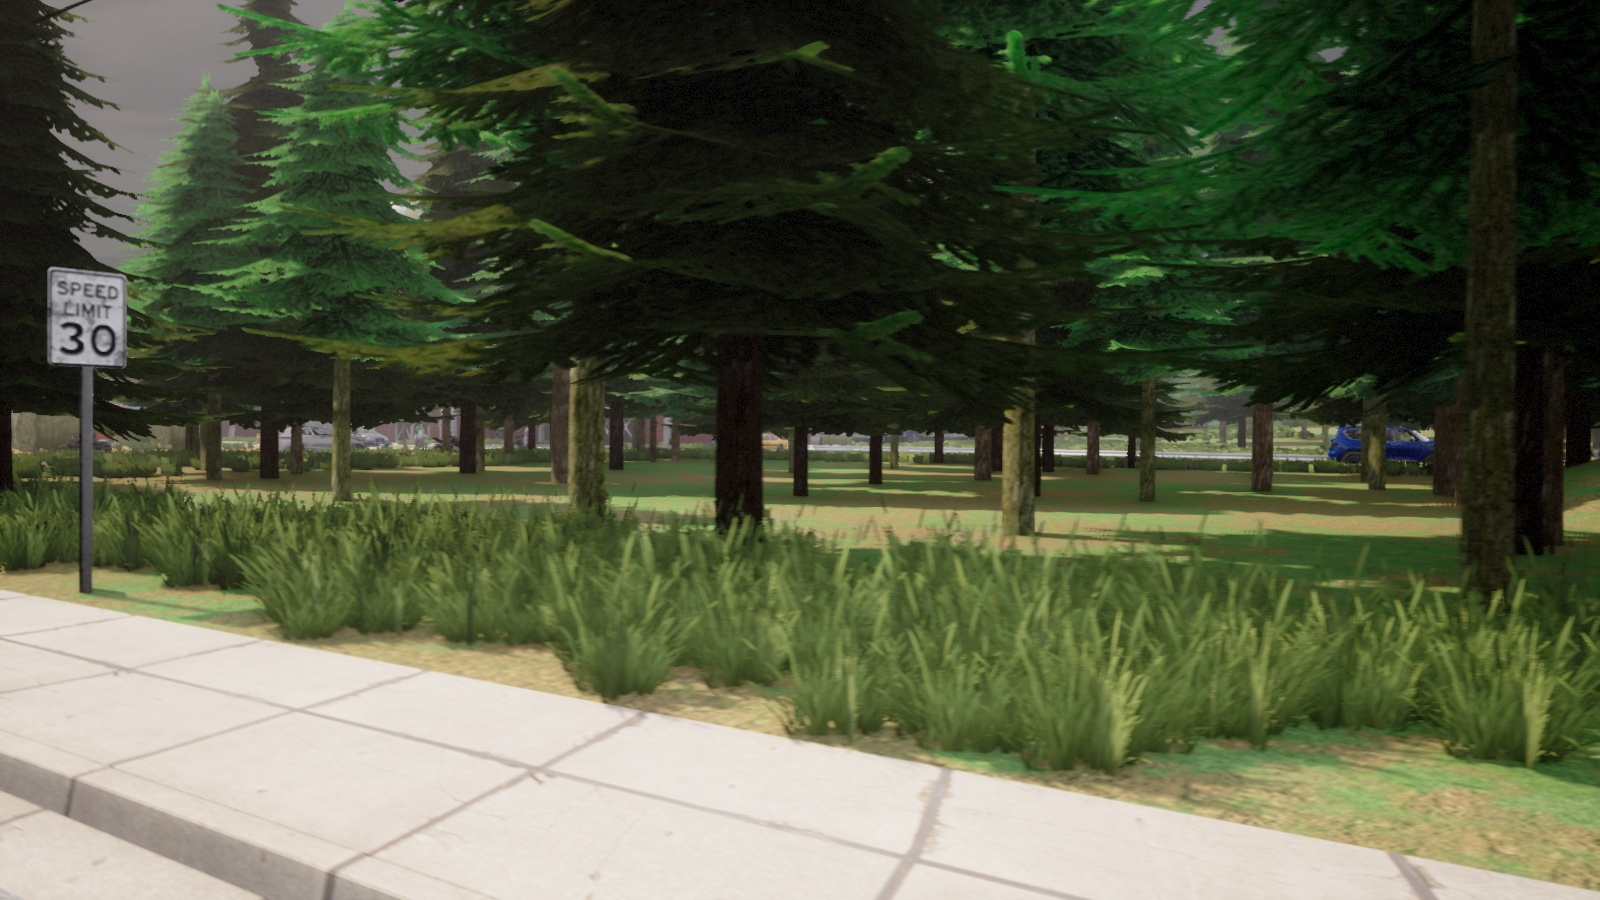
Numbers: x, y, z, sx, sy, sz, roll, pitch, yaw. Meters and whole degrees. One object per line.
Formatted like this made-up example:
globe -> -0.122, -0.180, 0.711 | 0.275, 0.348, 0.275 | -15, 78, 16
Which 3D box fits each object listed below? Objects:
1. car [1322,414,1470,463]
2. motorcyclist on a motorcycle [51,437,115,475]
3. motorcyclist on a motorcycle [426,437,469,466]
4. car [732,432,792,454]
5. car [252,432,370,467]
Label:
car -> 26.091, -0.501, 55.032 | 5.566, 2.045, 2.150 | 0, 1, 36
motorcyclist on a motorcycle -> -32.092, 0.249, 56.259 | 0.766, 1.649, 2.350 | 0, 1, 35
motorcyclist on a motorcycle -> -19.222, 0.059, 68.522 | 0.866, 1.530, 2.191 | 0, 1, 35
car -> -2.953, -0.564, 97.829 | 1.801, 1.575, 5.366 | 0, 1, 35
car -> -23.981, -0.066, 61.732 | 2.152, 1.651, 5.027 | 0, 1, 35
